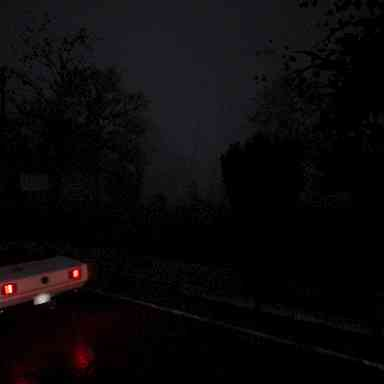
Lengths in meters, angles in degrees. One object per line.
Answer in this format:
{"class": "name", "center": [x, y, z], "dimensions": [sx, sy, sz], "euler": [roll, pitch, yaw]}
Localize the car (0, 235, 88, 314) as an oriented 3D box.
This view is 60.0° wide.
{"class": "car", "center": [-4.449, 1.599, 7.154], "dimensions": [4.718, 1.301, 1.895], "euler": [0, 0, 35]}
